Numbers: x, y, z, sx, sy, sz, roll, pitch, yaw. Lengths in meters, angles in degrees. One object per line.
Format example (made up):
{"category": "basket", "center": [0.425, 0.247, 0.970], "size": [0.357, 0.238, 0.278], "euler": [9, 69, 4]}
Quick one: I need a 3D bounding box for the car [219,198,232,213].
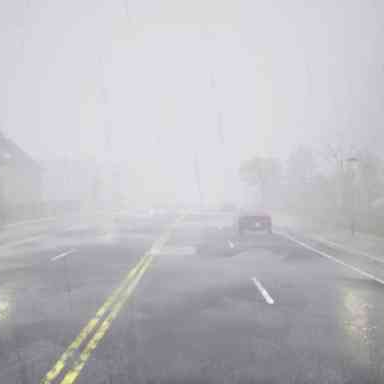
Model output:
{"category": "car", "center": [4.306, 1.821, 41.036], "size": [1.812, 1.442, 4.674], "euler": [0, 0, 3]}

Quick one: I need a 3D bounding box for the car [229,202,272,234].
{"category": "car", "center": [3.602, 1.629, 20.568], "size": [1.882, 1.535, 5.008], "euler": [0, 0, 1]}

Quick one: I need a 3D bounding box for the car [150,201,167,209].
{"category": "car", "center": [-5.118, 1.968, 51.032], "size": [1.895, 1.301, 4.718], "euler": [0, 0, 4]}

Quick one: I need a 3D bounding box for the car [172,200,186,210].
{"category": "car", "center": [-1.878, 1.912, 50.804], "size": [2.033, 1.411, 5.357], "euler": [0, 0, 4]}
